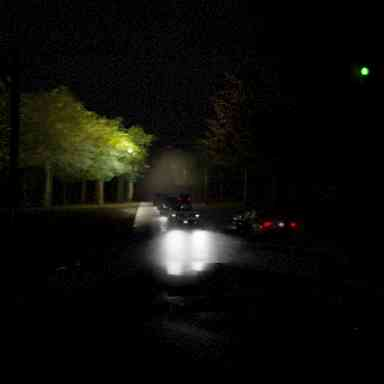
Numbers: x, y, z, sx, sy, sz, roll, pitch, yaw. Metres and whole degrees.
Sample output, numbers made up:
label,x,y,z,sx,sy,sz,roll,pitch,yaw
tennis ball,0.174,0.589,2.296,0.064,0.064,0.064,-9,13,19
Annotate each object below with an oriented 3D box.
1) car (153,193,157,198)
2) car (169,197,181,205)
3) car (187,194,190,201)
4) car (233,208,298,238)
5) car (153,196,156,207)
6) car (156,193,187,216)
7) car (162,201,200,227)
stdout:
label,x,y,z,sx,sy,sz,roll,pitch,yaw
car,-4.925,1.200,51.536,2.150,2.045,5.566,1,-1,-8
car,-3.234,1.733,63.950,1.837,1.490,4.892,1,-1,-8
car,-1.663,1.300,53.399,2.150,2.045,5.566,1,-1,-8
car,3.709,1.546,17.685,2.033,1.411,5.357,1,0,-8
car,-3.404,1.474,41.186,1.994,1.385,4.181,1,0,-8
car,-2.012,1.251,31.328,2.097,1.767,4.553,1,0,-8
car,-0.706,1.505,22.319,1.895,1.301,4.718,1,0,-9
